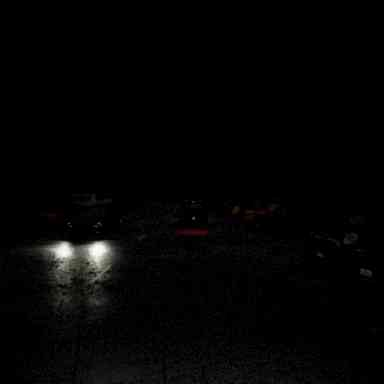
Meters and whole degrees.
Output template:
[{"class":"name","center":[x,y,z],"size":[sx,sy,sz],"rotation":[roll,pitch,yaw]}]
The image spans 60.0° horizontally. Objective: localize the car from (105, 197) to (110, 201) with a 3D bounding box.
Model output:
[{"class":"car","center":[-10.910,1.521,32.657],"size":[4.792,1.488,2.163],"rotation":[-1,0,-20]}]

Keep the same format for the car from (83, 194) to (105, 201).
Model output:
[{"class":"car","center":[-10.972,1.241,29.614],"size":[5.566,2.045,2.435],"rotation":[-1,0,-20]}]

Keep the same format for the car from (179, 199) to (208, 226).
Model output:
[{"class":"car","center":[0.108,1.482,23.301],"size":[1.882,1.535,5.008],"rotation":[0,0,0]}]

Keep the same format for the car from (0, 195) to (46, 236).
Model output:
[{"class":"car","center":[-10.972,1.240,17.523],"size":[5.566,2.045,2.435],"rotation":[-1,0,-20]}]

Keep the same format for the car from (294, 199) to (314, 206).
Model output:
[{"class":"car","center":[28.109,2.527,83.482],"size":[2.231,1.521,4.892],"rotation":[2,-1,-21]}]

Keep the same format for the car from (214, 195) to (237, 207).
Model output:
[{"class":"car","center":[5.839,1.489,40.451],"size":[5.366,1.575,1.946],"rotation":[1,0,-20]}]

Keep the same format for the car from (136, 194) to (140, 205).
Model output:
[{"class":"car","center":[-10.943,1.495,50.779],"size":[4.892,1.521,2.231],"rotation":[-1,0,-20]}]

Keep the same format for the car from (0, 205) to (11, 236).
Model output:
[{"class":"car","center":[-10.912,1.519,14.521],"size":[4.792,1.488,2.163],"rotation":[-1,0,-20]}]

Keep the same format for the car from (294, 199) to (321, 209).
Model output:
[{"class":"car","center":[22.478,2.306,65.114],"size":[1.946,1.575,5.366],"rotation":[2,1,-21]}]

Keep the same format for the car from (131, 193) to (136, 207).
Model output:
[{"class":"car","center":[-10.909,1.368,47.765],"size":[4.553,1.767,2.185],"rotation":[-1,0,-20]}]

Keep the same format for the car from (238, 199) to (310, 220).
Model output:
[{"class":"car","center":[6.174,1.491,22.839],"size":[5.366,1.575,1.946],"rotation":[1,0,-20]}]

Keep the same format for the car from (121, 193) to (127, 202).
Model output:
[{"class":"car","center":[-10.964,1.368,41.700],"size":[4.553,1.767,2.185],"rotation":[-1,0,-20]}]

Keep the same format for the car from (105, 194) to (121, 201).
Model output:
[{"class":"car","center":[-10.916,1.241,35.681],"size":[5.566,2.045,2.435],"rotation":[-1,0,-20]}]

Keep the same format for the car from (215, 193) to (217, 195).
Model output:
[{"class":"car","center":[6.038,1.244,52.373],"size":[5.566,2.045,2.435],"rotation":[1,0,-20]}]

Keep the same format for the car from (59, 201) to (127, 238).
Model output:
[{"class":"car","center":[-5.096,1.482,17.877],"size":[1.882,1.535,5.008],"rotation":[0,0,0]}]

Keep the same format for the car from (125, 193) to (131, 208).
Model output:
[{"class":"car","center":[-10.970,1.368,44.727],"size":[4.553,1.767,2.185],"rotation":[-1,0,-20]}]

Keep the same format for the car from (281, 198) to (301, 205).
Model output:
[{"class":"car","center":[24.717,2.423,83.451],"size":[2.231,1.521,4.892],"rotation":[2,-1,-21]}]

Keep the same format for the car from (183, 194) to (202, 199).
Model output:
[{"class":"car","center":[0.107,1.230,41.945],"size":[2.150,2.045,5.566],"rotation":[0,0,0]}]

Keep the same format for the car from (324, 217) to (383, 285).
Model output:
[{"class":"car","center":[6.002,1.491,7.967],"size":[4.892,1.521,2.231],"rotation":[1,0,-20]}]

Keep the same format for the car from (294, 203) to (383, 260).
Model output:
[{"class":"car","center":[6.033,1.365,10.942],"size":[4.553,1.767,2.185],"rotation":[1,0,-20]}]

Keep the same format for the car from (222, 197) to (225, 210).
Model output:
[{"class":"car","center":[6.032,1.523,34.618],"size":[4.792,1.488,2.163],"rotation":[1,0,-20]}]

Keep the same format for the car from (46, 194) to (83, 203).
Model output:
[{"class":"car","center":[-10.912,1.240,23.586],"size":[5.566,2.045,2.435],"rotation":[-1,0,-20]}]

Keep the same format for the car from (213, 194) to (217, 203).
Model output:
[{"class":"car","center":[6.016,1.496,46.439],"size":[4.892,1.521,2.231],"rotation":[1,0,-20]}]

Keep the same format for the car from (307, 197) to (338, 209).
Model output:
[{"class":"car","center":[25.457,2.160,65.290],"size":[2.435,2.045,5.566],"rotation":[2,1,-21]}]

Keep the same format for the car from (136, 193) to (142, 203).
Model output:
[{"class":"car","center":[-10.960,1.244,53.783],"size":[5.566,2.045,2.435],"rotation":[-1,0,-20]}]

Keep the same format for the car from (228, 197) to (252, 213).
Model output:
[{"class":"car","center":[6.177,1.492,28.756],"size":[5.366,1.575,1.946],"rotation":[1,0,-20]}]

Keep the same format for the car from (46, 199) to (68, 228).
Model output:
[{"class":"car","center":[-10.768,1.486,20.623],"size":[5.366,1.575,1.946],"rotation":[-1,0,-20]}]

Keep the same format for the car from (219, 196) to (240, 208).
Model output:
[{"class":"car","center":[6.010,1.495,37.568],"size":[4.892,1.521,2.231],"rotation":[1,0,-20]}]

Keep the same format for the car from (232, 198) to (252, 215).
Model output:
[{"class":"car","center":[6.005,1.492,25.723],"size":[5.008,1.535,2.097],"rotation":[1,0,-20]}]

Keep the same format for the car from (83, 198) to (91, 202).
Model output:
[{"class":"car","center":[-10.926,1.493,26.593],"size":[4.892,1.521,2.231],"rotation":[-1,0,-20]}]

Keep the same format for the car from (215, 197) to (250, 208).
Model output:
[{"class":"car","center":[6.011,1.535,49.397],"size":[4.674,1.452,2.002],"rotation":[1,0,-20]}]

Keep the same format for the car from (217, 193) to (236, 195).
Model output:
[{"class":"car","center":[6.042,1.369,43.488],"size":[4.553,1.767,2.185],"rotation":[1,0,-20]}]

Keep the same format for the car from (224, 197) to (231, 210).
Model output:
[{"class":"car","center":[6.004,1.493,31.652],"size":[5.008,1.535,2.097],"rotation":[1,0,-20]}]

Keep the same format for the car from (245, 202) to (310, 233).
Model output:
[{"class":"car","center":[5.980,1.521,19.793],"size":[4.792,1.488,2.163],"rotation":[1,0,-20]}]
